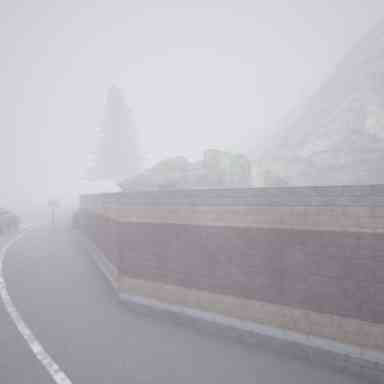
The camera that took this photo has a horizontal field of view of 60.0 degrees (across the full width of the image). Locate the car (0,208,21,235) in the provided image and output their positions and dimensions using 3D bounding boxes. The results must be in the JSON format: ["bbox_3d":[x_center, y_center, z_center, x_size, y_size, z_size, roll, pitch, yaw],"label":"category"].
[{"bbox_3d":[-10.975,1.547,18.450,1.994,1.385,4.181,-1,1,-15],"label":"car"}]
